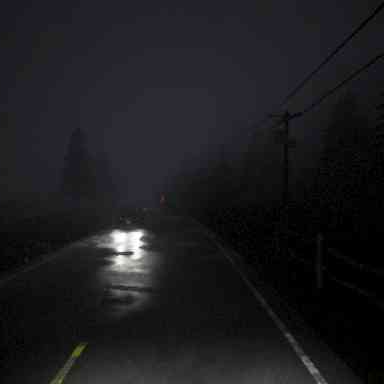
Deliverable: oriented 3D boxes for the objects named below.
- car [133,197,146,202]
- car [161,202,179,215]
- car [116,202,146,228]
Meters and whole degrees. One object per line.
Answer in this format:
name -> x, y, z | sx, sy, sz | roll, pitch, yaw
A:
car -> -10.280, 1.932, 65.279 | 2.150, 2.045, 5.566 | 0, 0, -11
car -> -2.719, 1.932, 40.645 | 2.128, 1.511, 4.902 | 0, -1, -7
car -> -4.390, 1.760, 24.420 | 2.128, 1.511, 4.902 | 0, -1, -5
